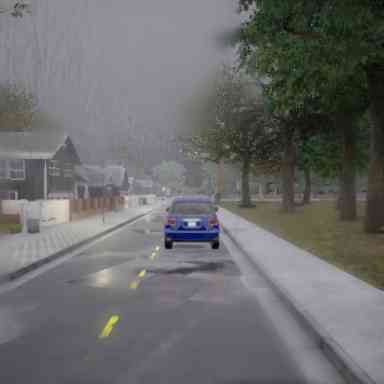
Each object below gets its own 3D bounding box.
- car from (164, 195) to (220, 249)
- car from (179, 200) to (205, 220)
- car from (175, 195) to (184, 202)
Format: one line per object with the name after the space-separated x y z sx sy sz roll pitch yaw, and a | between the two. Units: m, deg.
-0.001 1.257 14.680 2.150 2.045 5.566 0 0 0 | car
0.000 1.498 29.651 2.128 1.511 4.902 0 0 0 | car
-2.750 1.433 75.910 1.882 1.535 5.008 0 0 0 | car
